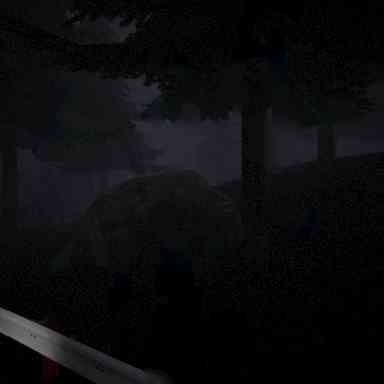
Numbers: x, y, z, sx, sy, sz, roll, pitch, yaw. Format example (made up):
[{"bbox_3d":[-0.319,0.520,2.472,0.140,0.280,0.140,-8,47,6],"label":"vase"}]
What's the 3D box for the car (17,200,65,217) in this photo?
[{"bbox_3d":[-13.130,1.489,27.927,1.837,1.490,4.892,0,0,36],"label":"car"}]
